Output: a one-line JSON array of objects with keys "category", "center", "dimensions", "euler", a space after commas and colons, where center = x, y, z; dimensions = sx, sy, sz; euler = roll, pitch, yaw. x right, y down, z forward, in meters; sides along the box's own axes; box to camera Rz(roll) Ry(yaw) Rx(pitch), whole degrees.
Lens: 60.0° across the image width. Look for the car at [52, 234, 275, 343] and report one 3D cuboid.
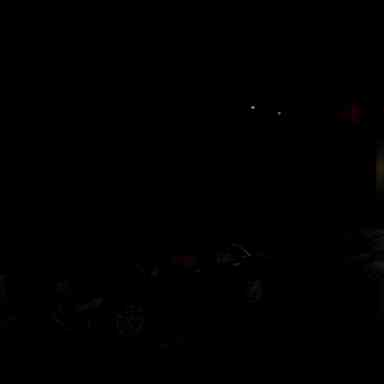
[{"category": "car", "center": [-0.299, 1.542, 6.336], "dimensions": [4.403, 1.369, 2.008], "euler": [0, 0, -36]}]
